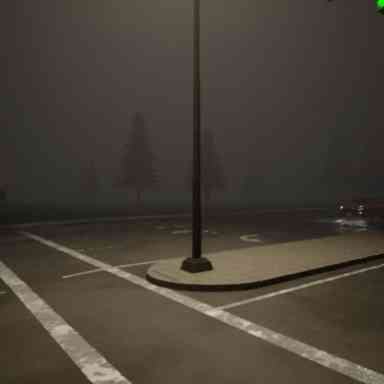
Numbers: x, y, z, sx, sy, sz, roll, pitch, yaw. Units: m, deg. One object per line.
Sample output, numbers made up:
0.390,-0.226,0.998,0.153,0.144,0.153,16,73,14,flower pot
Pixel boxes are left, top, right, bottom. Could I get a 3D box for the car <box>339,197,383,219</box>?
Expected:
14.660,1.277,28.480,4.553,1.767,2.097,0,0,-35,car
